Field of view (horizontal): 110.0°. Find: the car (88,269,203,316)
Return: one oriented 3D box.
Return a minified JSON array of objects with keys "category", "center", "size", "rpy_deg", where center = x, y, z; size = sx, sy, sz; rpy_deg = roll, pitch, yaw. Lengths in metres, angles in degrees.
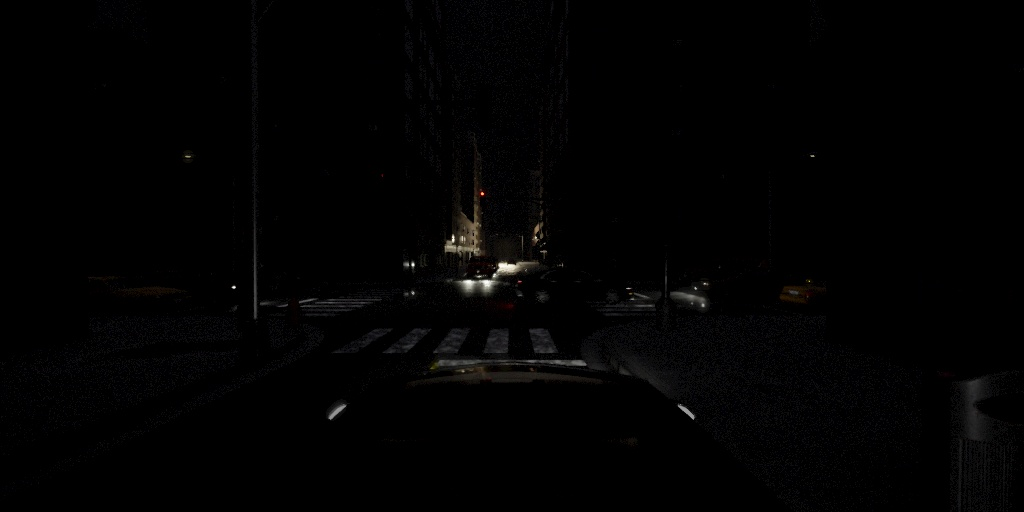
[{"category":"car","center":[-14.403,1.304,12.917],"size":[4.829,1.417,1.751],"rpy_deg":[0,0,0]}]

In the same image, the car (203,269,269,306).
[{"category":"car","center":[-13.571,1.367,15.452],"size":[4.718,1.301,1.895],"rpy_deg":[0,0,0]}]

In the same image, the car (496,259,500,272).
[{"category":"car","center":[-2.929,0.956,43.913],"size":[2.150,2.045,5.566],"rpy_deg":[0,0,0]}]

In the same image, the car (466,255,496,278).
[{"category":"car","center":[-2.911,0.963,33.524],"size":[2.150,2.045,5.566],"rpy_deg":[0,0,0]}]

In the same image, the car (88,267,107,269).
[{"category":"car","center":[-25.395,1.315,20.935],"size":[4.313,1.339,1.948],"rpy_deg":[0,0,0]}]

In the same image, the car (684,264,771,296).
[{"category":"car","center":[12.134,1.277,18.382],"size":[5.357,1.411,2.033],"rpy_deg":[0,0,3]}]

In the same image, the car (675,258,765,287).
[{"category":"car","center":[12.314,1.032,20.958],"size":[5.009,1.841,2.192],"rpy_deg":[0,0,0]}]

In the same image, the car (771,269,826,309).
[{"category":"car","center":[12.480,1.280,12.933],"size":[4.829,1.417,1.751],"rpy_deg":[0,0,0]}]

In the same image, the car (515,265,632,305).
[{"category":"car","center":[2.627,1.255,15.462],"size":[4.892,1.490,1.837],"rpy_deg":[0,0,0]}]

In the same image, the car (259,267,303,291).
[{"category":"car","center":[-14.569,1.307,20.942],"size":[4.313,1.339,1.948],"rpy_deg":[0,0,0]}]
